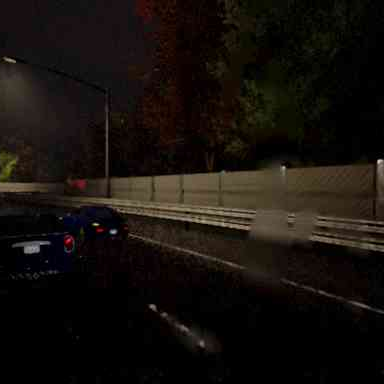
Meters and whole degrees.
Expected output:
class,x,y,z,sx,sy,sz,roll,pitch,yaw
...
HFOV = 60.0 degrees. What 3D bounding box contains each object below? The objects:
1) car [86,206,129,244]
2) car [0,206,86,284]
class,x,y,z,sx,sy,sz,roll,pitch,yaw
car,-4.379,1.322,14.713,1.812,1.442,4.674,0,1,-36
car,-4.584,1.219,8.879,2.097,1.767,4.553,0,1,-33
